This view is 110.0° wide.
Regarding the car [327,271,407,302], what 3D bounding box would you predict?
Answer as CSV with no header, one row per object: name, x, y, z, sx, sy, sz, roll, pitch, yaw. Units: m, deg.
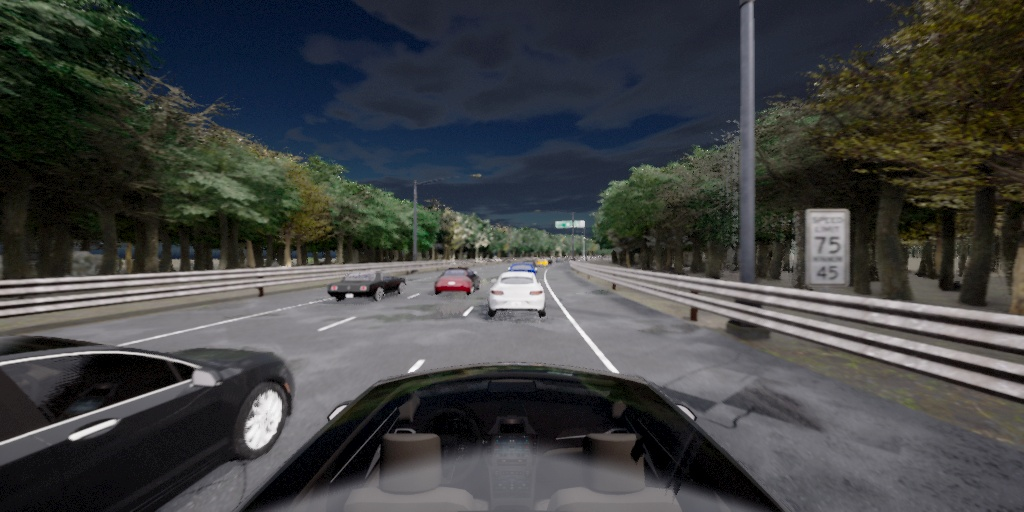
car,-6.564,1.348,16.904,1.895,1.301,4.718,0,0,2

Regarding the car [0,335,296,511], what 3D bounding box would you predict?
car,-3.368,1.249,2.104,1.837,1.490,4.892,0,0,0

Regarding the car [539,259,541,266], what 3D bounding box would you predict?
car,1.957,1.280,40.269,1.837,1.490,4.892,0,0,6

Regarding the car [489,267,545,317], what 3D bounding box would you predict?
car,0.204,1.284,13.157,1.812,1.442,4.674,0,0,2

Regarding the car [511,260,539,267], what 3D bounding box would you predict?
car,0.718,1.243,24.630,1.882,1.535,5.008,0,0,3

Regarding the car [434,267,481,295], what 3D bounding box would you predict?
car,-2.918,1.319,19.901,1.994,1.385,4.181,0,0,3
